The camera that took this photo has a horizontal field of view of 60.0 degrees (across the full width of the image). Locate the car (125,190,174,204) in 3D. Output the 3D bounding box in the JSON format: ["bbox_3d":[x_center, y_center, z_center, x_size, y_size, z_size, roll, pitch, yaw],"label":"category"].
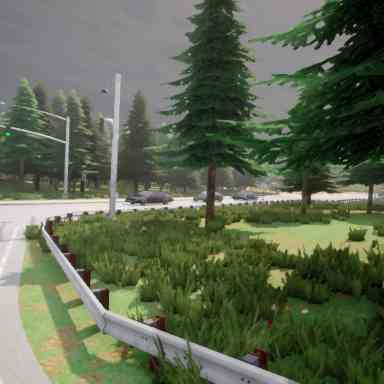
[{"bbox_3d":[-4.105,0.557,33.138,2.033,1.411,5.357,5,3,39],"label":"car"}]

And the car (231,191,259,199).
[{"bbox_3d":[7.714,0.550,47.923,2.033,1.411,5.357,5,3,38],"label":"car"}]

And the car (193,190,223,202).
[{"bbox_3d":[2.084,0.536,40.795,1.812,1.442,4.674,5,3,39],"label":"car"}]
